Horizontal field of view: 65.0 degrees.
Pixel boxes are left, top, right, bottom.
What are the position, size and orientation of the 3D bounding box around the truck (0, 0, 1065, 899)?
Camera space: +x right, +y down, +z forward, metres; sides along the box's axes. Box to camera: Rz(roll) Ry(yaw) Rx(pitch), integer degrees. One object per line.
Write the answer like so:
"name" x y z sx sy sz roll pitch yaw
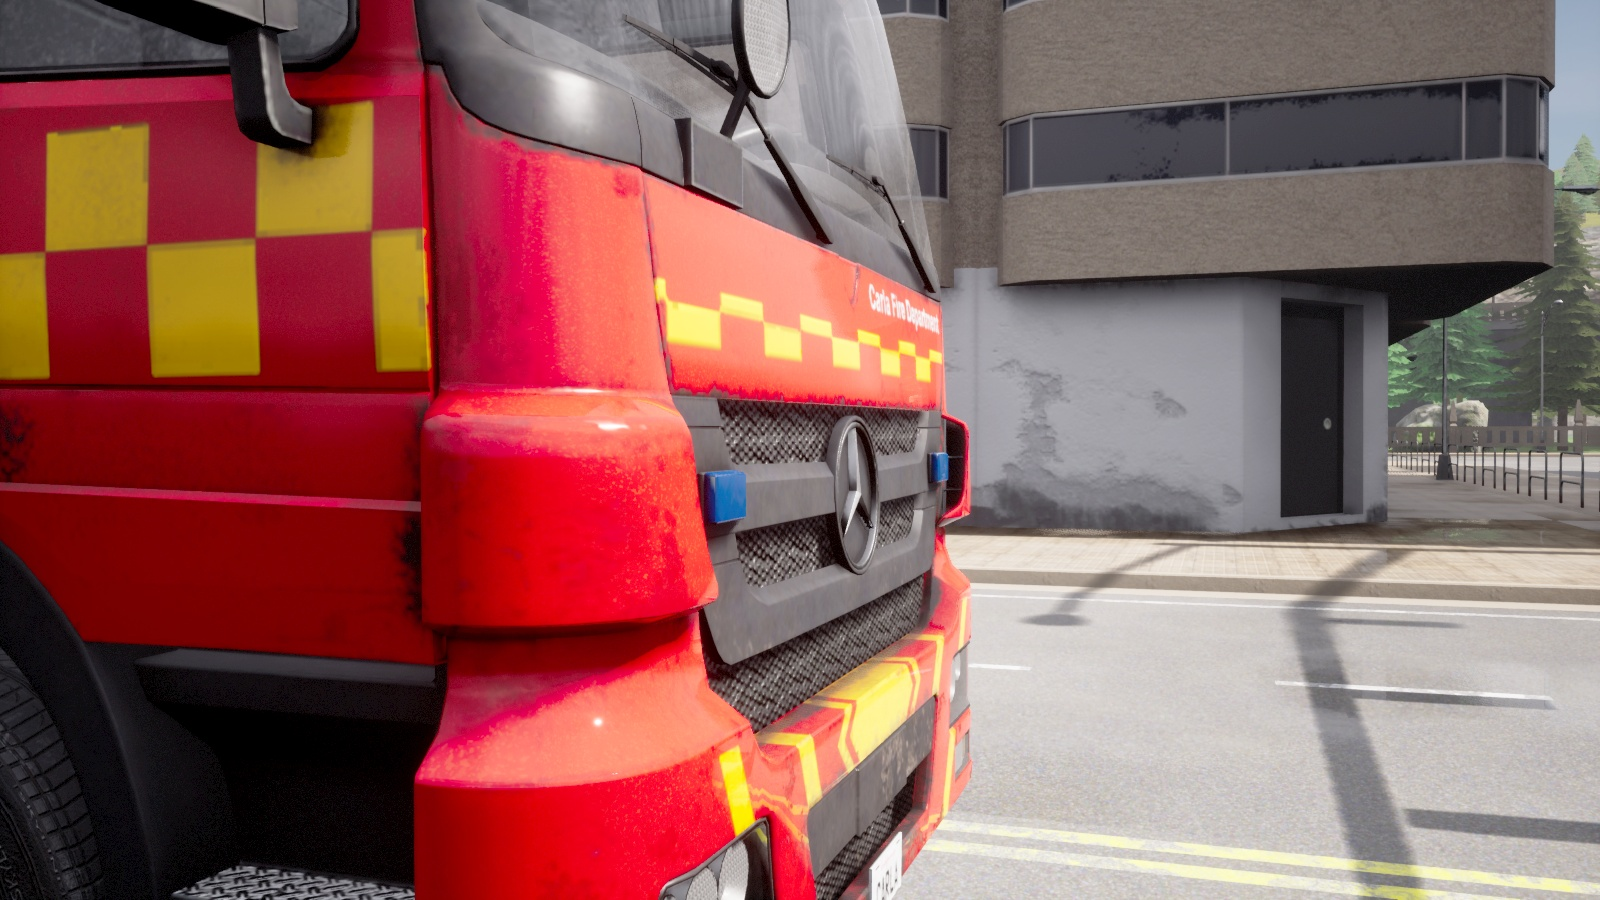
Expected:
"truck" -3.556 -0.422 4.371 8.468 3.827 2.891 1 1 19
